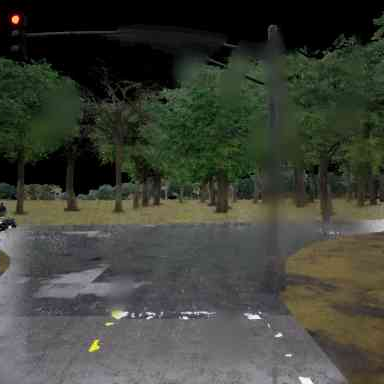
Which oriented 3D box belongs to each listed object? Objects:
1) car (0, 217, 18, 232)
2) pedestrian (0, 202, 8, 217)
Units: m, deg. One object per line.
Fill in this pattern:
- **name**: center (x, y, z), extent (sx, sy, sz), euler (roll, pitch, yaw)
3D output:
- **car**: center (-13.095, 1.683, 19.162), extent (5.357, 1.411, 2.033), euler (-1, -2, 0)
- **pedestrian**: center (-15.242, 1.718, 26.758), extent (0.375, 1.860, 0.375), euler (0, -1, 0)
